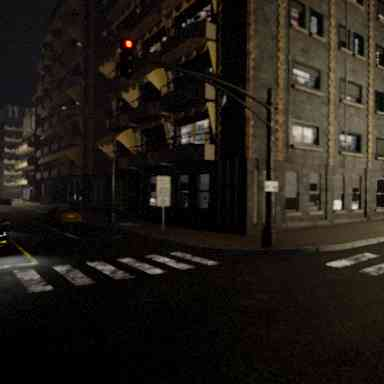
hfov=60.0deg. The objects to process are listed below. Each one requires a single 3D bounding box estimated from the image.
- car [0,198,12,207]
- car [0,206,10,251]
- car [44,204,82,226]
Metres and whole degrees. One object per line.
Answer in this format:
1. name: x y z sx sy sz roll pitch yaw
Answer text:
1. car: -28.351 1.514 50.260 1.802 1.307 4.206 0 0 -35
2. car: -8.618 1.470 13.268 1.837 1.490 4.892 1 0 -36
3. car: -9.048 1.522 23.146 1.752 1.417 4.829 0 0 -35
